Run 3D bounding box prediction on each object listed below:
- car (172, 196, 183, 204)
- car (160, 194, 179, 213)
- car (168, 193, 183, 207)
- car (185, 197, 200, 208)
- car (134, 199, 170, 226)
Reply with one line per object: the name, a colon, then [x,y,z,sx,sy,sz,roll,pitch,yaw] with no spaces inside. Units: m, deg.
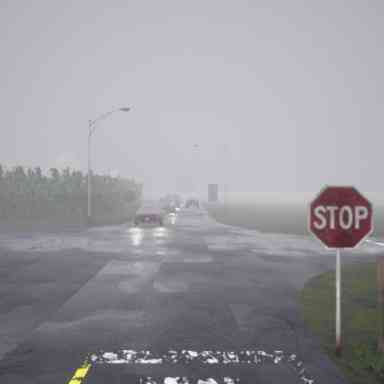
car: [-2.825,1.582,65.403,1.994,1.385,4.181,0,0,0]
car: [-2.888,1.361,37.126,2.097,1.767,4.553,0,0,0]
car: [-2.894,1.233,49.953,2.150,2.045,5.566,0,0,0]
car: [0.045,1.518,48.591,1.837,1.490,4.892,0,0,0]
car: [-2.876,1.484,23.822,1.882,1.535,5.008,0,0,0]
